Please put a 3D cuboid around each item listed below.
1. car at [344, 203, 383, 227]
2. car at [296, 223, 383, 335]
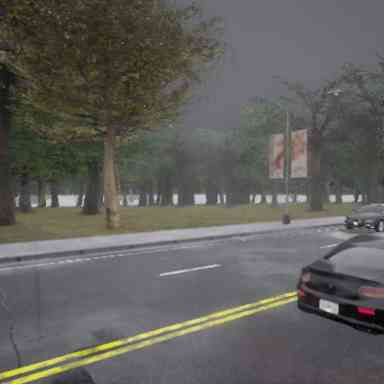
[{"bbox_3d":[10.801,1.446,19.362,4.892,1.490,1.837,0,0,-35],"label":"car"},{"bbox_3d":[3.877,1.502,6.204,4.674,1.442,1.812,0,0,-35],"label":"car"}]
